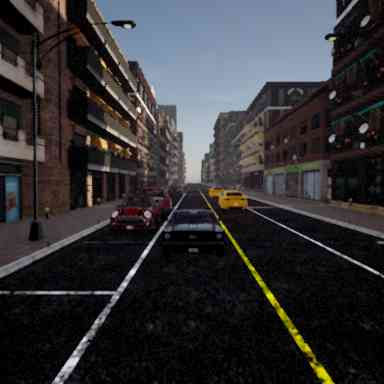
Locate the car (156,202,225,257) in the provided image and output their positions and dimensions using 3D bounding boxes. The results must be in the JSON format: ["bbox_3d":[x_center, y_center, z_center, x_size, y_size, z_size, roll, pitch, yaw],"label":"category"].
[{"bbox_3d":[0.045,1.228,11.364,1.895,1.301,4.718,0,2,0],"label":"car"}]

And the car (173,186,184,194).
[{"bbox_3d":[-2.430,-0.443,61.164,1.887,1.381,4.507,0,2,0],"label":"car"}]

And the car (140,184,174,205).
[{"bbox_3d":[-2.598,0.607,21.723,2.192,1.841,5.009,0,2,0],"label":"car"}]

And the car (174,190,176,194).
[{"bbox_3d":[-2.575,0.692,27.365,1.802,1.307,4.206,0,2,0],"label":"car"}]

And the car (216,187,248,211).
[{"bbox_3d":[3.163,0.624,26.257,1.882,1.535,5.008,0,2,1],"label":"car"}]

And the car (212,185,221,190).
[{"bbox_3d":[6.048,-1.169,83.656,2.008,1.369,4.403,0,2,0],"label":"car"}]

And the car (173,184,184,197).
[{"bbox_3d":[-2.477,-0.307,49.890,2.192,1.841,5.009,0,2,0],"label":"car"}]

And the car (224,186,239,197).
[{"bbox_3d":[5.903,-0.099,50.026,1.752,1.417,4.829,0,2,0],"label":"car"}]

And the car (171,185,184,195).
[{"bbox_3d":[-2.454,-0.365,55.526,1.967,1.590,4.097,0,2,0],"label":"car"}]

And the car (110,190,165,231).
[{"bbox_3d":[-2.623,0.915,16.093,1.967,1.590,4.097,0,2,0],"label":"car"}]

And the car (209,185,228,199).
[{"bbox_3d":[3.255,0.054,43.821,1.882,1.535,5.008,0,2,1],"label":"car"}]

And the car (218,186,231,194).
[{"bbox_3d":[5.950,-0.441,61.123,1.887,1.381,4.507,0,2,0],"label":"car"}]
